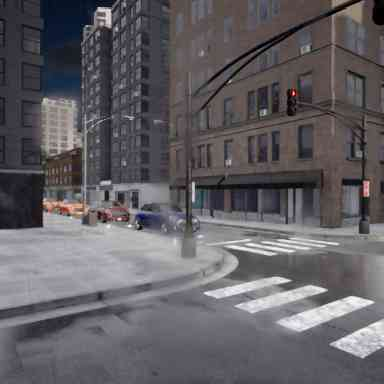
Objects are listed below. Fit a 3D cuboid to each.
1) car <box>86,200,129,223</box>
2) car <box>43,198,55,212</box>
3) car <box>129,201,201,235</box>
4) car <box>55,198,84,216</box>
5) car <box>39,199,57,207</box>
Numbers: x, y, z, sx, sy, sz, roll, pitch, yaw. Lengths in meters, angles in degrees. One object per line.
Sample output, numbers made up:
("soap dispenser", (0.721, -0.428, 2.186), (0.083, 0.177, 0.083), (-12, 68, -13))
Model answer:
("car", (-6.719, 1.464, 26.737), (2.097, 1.767, 4.553), (0, 0, -35))
("car", (-17.929, 1.546, 42.483), (2.097, 1.767, 4.553), (0, 0, -35))
("car", (-1.519, 1.424, 19.455), (2.097, 1.767, 4.553), (0, 0, -38))
("car", (-12.319, 1.505, 34.607), (2.097, 1.767, 4.553), (0, 0, -35))
("car", (-24.841, 1.868, 57.159), (1.895, 1.301, 4.718), (0, 0, -35))
